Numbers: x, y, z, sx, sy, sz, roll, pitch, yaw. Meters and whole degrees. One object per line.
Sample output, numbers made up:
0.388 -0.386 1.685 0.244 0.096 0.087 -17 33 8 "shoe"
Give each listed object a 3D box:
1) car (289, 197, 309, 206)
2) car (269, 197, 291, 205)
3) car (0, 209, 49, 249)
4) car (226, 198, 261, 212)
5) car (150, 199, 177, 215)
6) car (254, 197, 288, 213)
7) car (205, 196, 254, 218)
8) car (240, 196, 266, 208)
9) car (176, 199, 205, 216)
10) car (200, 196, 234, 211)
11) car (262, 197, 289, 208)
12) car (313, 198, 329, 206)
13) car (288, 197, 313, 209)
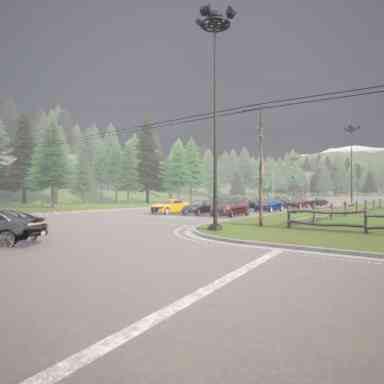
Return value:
18.193 1.564 56.393 1.994 1.385 4.181 0 0 37 "car"
15.583 1.547 58.726 2.033 1.411 5.357 0 0 37 "car"
-8.641 1.493 14.000 4.902 1.511 2.128 0 0 2 "car"
6.327 1.492 40.352 2.128 1.511 4.902 0 0 36 "car"
-2.243 1.478 34.568 1.882 1.535 5.008 0 0 36 "car"
8.806 1.478 37.817 1.882 1.535 5.008 0 0 36 "car"
3.529 1.352 30.602 2.097 1.767 4.553 0 0 36 "car"
9.357 1.478 50.349 1.882 1.535 5.008 0 0 36 "car"
0.870 1.526 32.865 1.812 1.442 4.674 0 0 37 "car"
3.201 1.352 42.007 2.097 1.767 4.553 0 0 36 "car"
12.238 1.492 48.363 2.128 1.511 4.902 0 0 37 "car"
20.420 1.601 53.527 1.895 1.301 4.718 0 0 37 "car"
14.439 1.478 45.451 1.882 1.535 5.008 0 0 37 "car"
